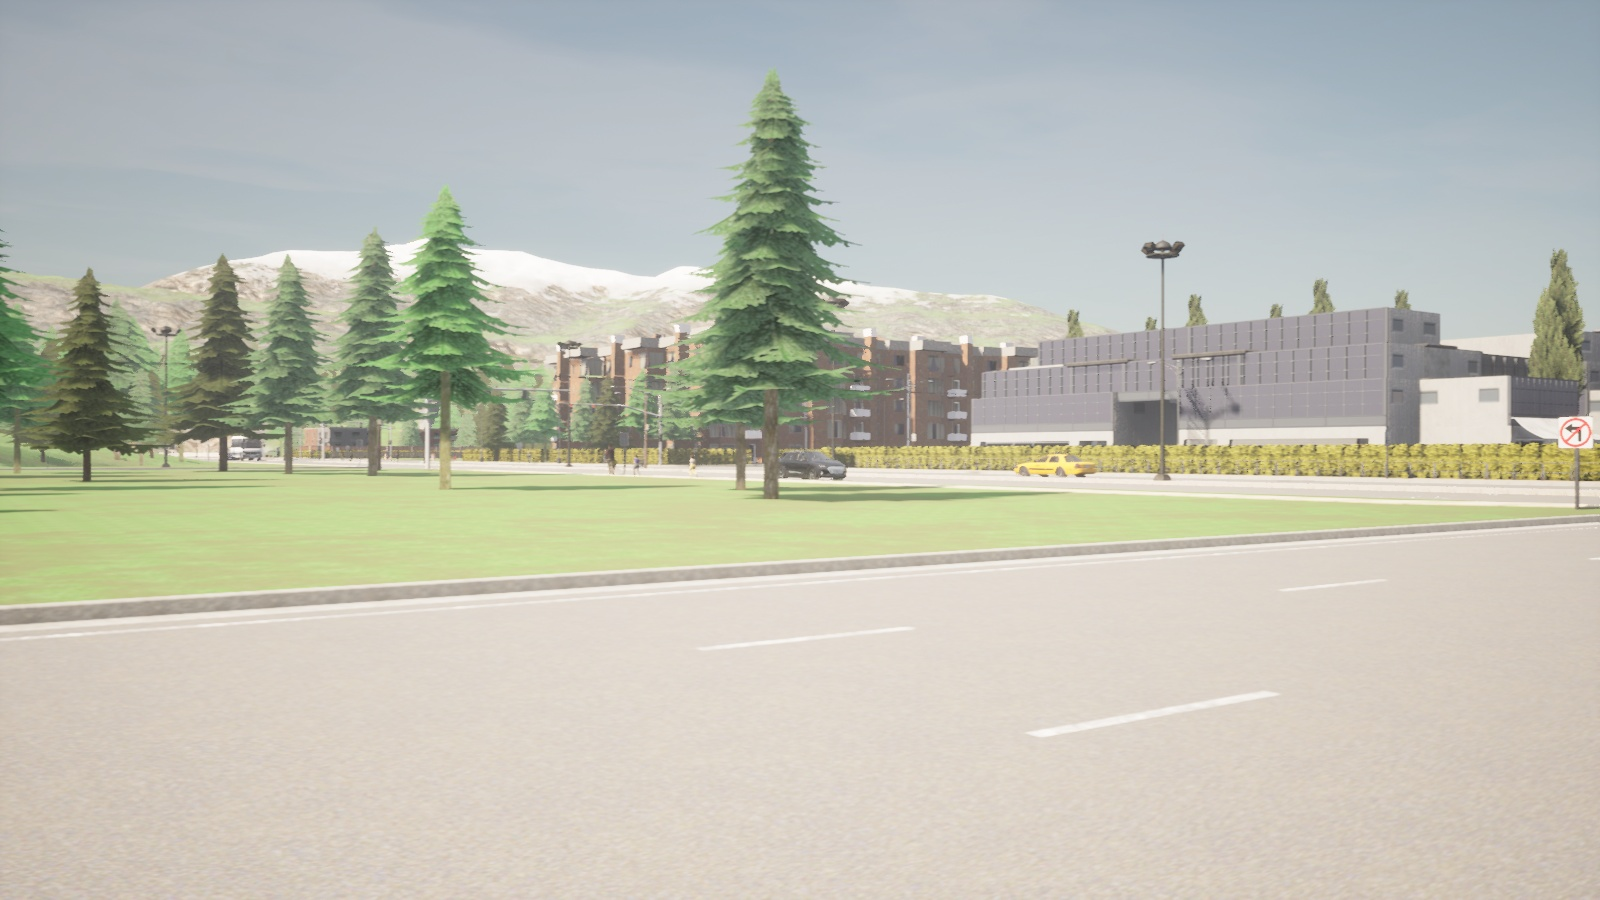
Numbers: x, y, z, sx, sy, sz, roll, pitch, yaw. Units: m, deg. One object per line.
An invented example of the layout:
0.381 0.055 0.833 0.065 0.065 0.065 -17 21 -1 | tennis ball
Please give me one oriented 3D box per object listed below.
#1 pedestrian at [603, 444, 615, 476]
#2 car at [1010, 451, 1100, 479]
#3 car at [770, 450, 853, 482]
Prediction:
-11.259 0.589 74.137 0.431 1.840 0.703 0 0 -34 | pedestrian
14.865 0.832 73.524 1.801 1.575 5.366 0 0 -35 | car
0.560 0.840 67.786 2.033 1.649 4.856 0 0 -35 | car
